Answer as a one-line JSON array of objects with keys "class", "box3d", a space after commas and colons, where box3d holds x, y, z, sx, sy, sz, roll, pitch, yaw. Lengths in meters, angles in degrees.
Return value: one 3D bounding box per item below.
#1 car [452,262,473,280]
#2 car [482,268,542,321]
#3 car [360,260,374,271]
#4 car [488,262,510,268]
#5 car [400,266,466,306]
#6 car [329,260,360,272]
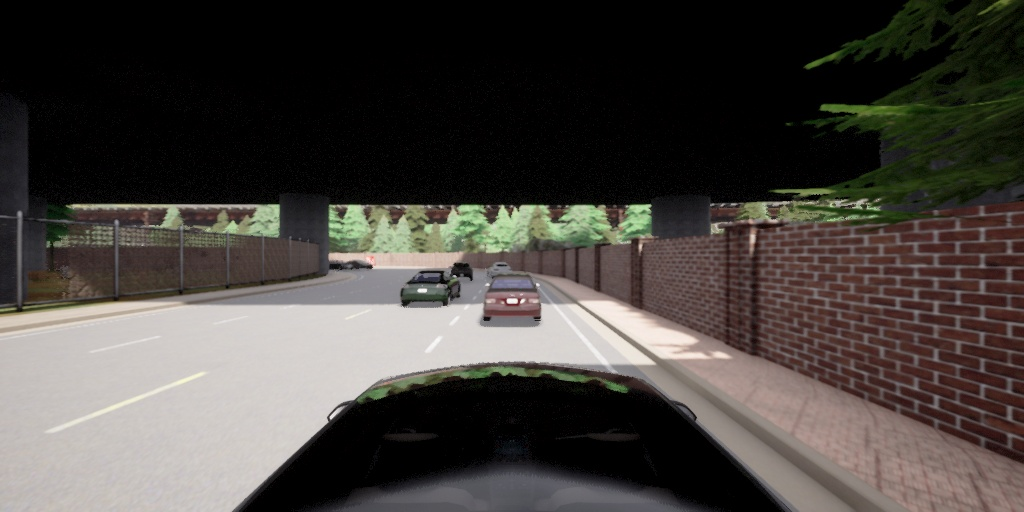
[{"class": "car", "box3d": [-4.480, 1.272, 31.258, 1.837, 1.490, 4.892, 0, 0, -10]}, {"class": "car", "box3d": [0.020, 1.303, 12.529, 2.033, 1.411, 5.357, 0, 0, 0]}, {"class": "car", "box3d": [-21.842, 1.284, 51.214, 4.892, 1.490, 1.837, -1, -1, 33]}, {"class": "car", "box3d": [-1.120, 1.291, 32.192, 1.812, 1.442, 4.674, 0, 0, -11]}, {"class": "car", "box3d": [-3.464, 1.320, 15.904, 1.994, 1.385, 4.181, 0, 0, 0]}, {"class": "car", "box3d": [-23.064, 1.268, 47.859, 4.902, 1.511, 2.128, 0, 0, 34]}]
